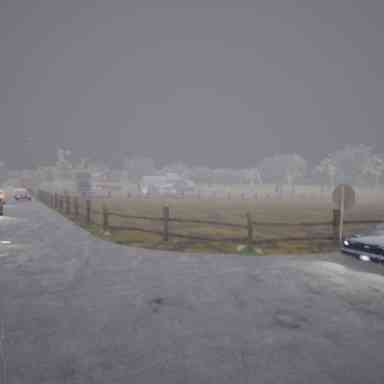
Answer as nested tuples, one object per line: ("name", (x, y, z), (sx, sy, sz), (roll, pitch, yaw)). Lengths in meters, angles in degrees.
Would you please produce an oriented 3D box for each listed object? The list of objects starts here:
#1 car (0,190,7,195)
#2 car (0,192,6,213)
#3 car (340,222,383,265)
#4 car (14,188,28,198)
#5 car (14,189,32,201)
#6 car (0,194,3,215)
("car", (-21.548, 0.548, 36.600), (1.882, 1.535, 5.008), (0, 1, -28))
("car", (-14.848, 0.937, 24.197), (1.994, 1.385, 4.181), (0, 1, -29))
("car", (7.179, 1.481, 10.592), (5.357, 1.411, 2.033), (0, 3, -29))
("car", (-27.679, 0.183, 53.732), (1.882, 1.535, 5.008), (0, 1, -29))
("car", (-22.487, 0.481, 44.417), (2.033, 1.411, 5.357), (0, 1, -28))
("car", (-10.102, 1.065, 15.491), (1.882, 1.535, 5.008), (0, 1, -28))
